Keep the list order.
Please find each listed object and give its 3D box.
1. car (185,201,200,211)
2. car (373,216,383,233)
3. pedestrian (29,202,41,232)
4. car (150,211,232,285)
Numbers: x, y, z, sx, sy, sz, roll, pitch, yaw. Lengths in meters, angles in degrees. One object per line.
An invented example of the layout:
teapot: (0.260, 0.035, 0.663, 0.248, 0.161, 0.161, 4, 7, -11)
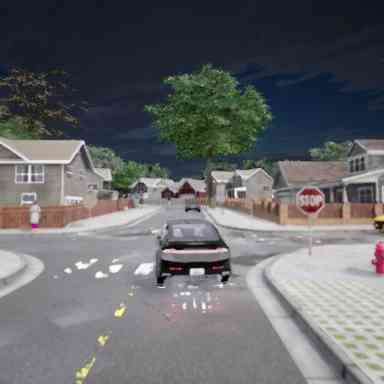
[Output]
car: (0.089, 1.903, 44.795, 1.994, 1.385, 4.181, 0, -1, 0)
car: (12.058, 1.436, 17.211, 5.008, 1.535, 1.882, -1, -2, 1)
pedestrian: (-9.672, 1.495, 20.411, 0.375, 1.860, 0.375, 0, -1, 1)
car: (-0.150, 1.538, 9.701, 2.128, 1.511, 4.902, 0, 0, -6)
